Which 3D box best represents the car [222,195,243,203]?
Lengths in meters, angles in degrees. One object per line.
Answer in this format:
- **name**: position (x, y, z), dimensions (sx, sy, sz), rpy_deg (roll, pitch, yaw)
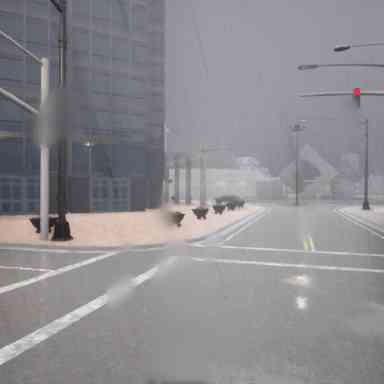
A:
- **car**: position (7.416, 1.276, 61.251), dimensions (2.128, 1.511, 4.902), rpy_deg (0, 1, -36)
